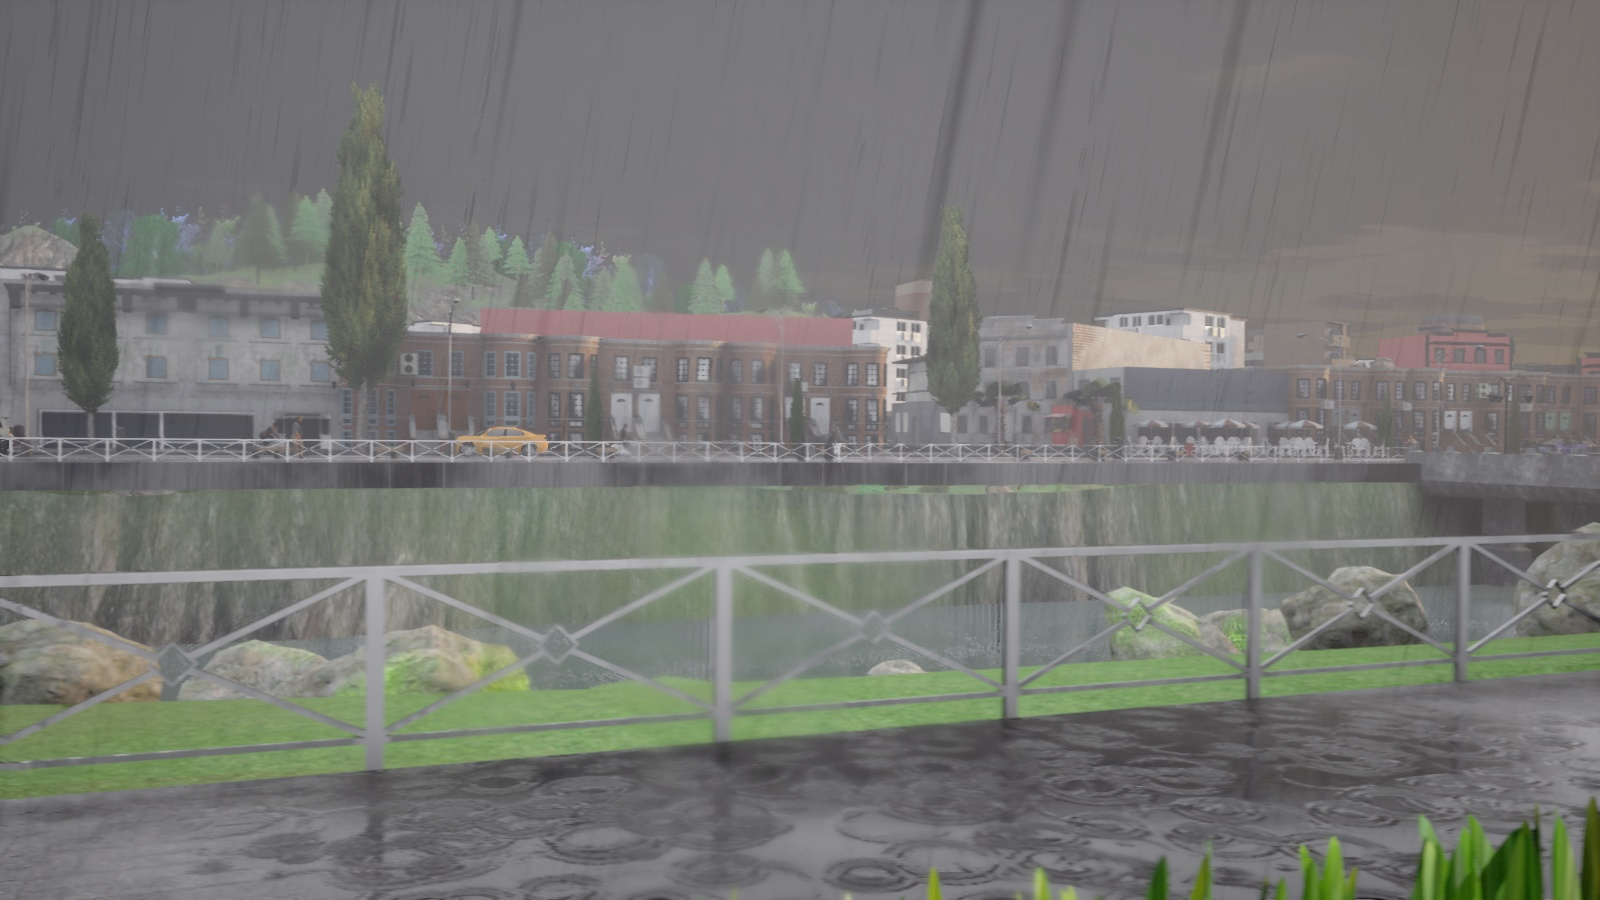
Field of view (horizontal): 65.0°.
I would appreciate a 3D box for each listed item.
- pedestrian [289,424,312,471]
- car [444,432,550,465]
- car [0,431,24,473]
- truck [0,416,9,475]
[{"bbox_3d":[-20.010,-0.095,50.338,0.694,1.848,0.540,-1,1,-5],"label":"pedestrian"},{"bbox_3d":[-15.406,-0.097,63.876,5.008,1.535,1.882,-1,1,-21],"label":"car"},{"bbox_3d":[-37.222,0.113,55.584,4.605,1.855,1.932,-1,1,-21],"label":"car"},{"bbox_3d":[-35.967,-0.143,51.779,5.204,2.467,2.627,-1,1,-21],"label":"truck"}]
